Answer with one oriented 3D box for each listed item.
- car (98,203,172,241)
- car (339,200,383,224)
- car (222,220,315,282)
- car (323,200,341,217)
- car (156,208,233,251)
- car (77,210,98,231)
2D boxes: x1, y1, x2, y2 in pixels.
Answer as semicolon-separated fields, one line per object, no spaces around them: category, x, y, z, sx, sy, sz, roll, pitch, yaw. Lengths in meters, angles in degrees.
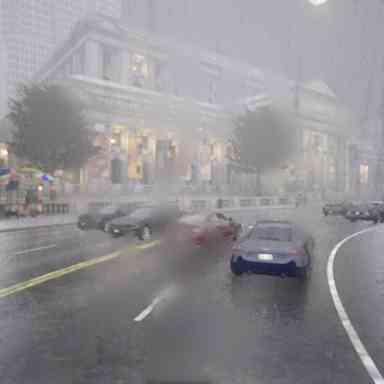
car;-2.091;1.430;16.779;1.882;1.535;5.008;0;0;30
car;13.057;1.485;24.011;5.357;1.411;2.033;0;0;-40
car;2.535;1.537;9.919;1.994;1.385;4.181;0;0;22
car;13.109;1.416;28.533;4.902;1.511;2.128;0;0;-40
car;0.609;1.487;14.021;1.812;1.442;4.674;0;0;26
car;-4.451;1.422;19.677;1.882;1.535;5.008;0;0;31
